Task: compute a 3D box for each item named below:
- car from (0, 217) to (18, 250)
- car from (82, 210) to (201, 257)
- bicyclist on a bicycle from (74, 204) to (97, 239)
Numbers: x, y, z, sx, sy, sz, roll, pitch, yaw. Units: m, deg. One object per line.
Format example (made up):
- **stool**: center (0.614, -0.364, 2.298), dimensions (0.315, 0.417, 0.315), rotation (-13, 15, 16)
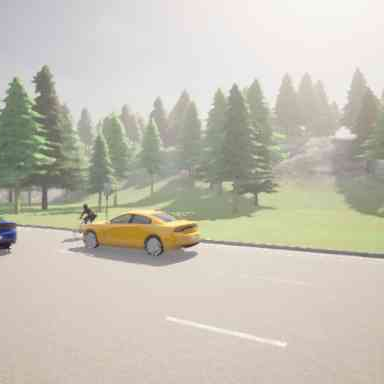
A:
- **car**: center (-8.819, 1.427, 12.713), dimensions (5.008, 1.535, 1.882), rotation (0, 0, 30)
- **car**: center (-2.060, 1.443, 12.838), dimensions (5.008, 1.535, 1.882), rotation (0, 0, 31)
- **bicyclist on a bicycle**: center (-4.921, 1.381, 15.714), dimensions (0.582, 1.620, 1.656), rotation (0, 0, 29)
